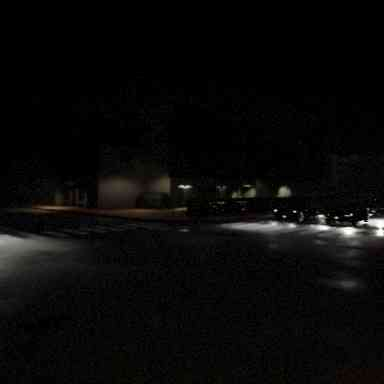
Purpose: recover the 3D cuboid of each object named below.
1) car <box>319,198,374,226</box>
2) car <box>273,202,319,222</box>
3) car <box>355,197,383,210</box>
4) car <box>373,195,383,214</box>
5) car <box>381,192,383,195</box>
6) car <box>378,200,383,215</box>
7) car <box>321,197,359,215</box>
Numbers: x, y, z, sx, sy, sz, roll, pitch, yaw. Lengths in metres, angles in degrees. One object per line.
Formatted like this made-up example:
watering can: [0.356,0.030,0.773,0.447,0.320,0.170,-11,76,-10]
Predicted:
car: [10.653,1.371,22.693,1.837,1.490,4.892,1,1,41]
car: [8.010,1.419,25.053,1.895,1.301,4.718,1,1,42]
car: [21.090,1.359,39.407,1.994,1.385,4.181,1,1,43]
car: [16.765,1.346,29.483,2.128,1.511,4.902,1,1,42]
car: [28.109,1.000,47.432,2.150,2.045,5.566,1,1,39]
car: [13.214,1.407,20.079,2.128,1.511,4.902,1,1,42]
car: [14.327,1.285,32.004,1.882,1.535,5.008,1,1,43]
